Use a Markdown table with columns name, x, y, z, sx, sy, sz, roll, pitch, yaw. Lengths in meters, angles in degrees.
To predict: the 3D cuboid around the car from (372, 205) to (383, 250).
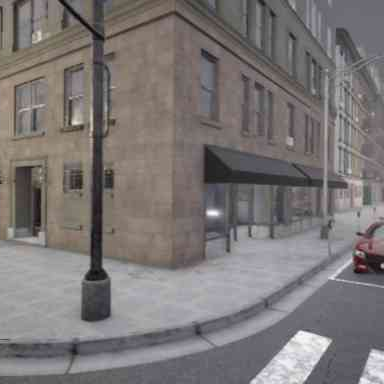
| name | x | y | z | sx | sy | sz | roll | pitch | yaw |
| --- | --- | --- | --- | --- | --- | --- | --- | --- | --- |
| car | 9.102 | 1.437 | 14.180 | 1.967 | 1.590 | 4.097 | 1 | 0 | 36 |

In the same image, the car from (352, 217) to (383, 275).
| name | x | y | z | sx | sy | sz | roll | pitch | yaw |
| --- | --- | --- | --- | --- | --- | --- | --- | --- | --- |
| car | 5.956 | 1.537 | 9.780 | 1.887 | 1.381 | 4.507 | 1 | 0 | 36 |
